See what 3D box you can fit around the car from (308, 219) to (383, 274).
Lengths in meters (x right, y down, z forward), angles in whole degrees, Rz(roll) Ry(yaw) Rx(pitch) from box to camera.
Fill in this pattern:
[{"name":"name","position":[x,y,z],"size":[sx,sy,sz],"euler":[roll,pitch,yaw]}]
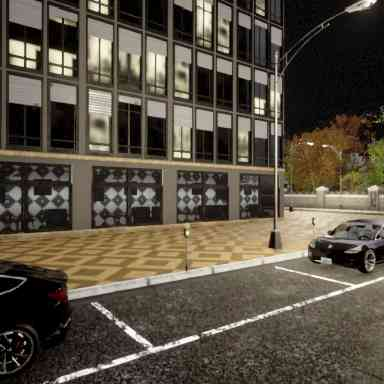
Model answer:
[{"name":"car","position":[5.551,1.563,10.623],"size":[4.313,1.339,1.947],"euler":[0,0,-36]}]

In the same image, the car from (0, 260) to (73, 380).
[{"name":"car","position":[-3.677,1.566,3.935],"size":[4.313,1.339,1.947],"euler":[0,0,-36]}]
